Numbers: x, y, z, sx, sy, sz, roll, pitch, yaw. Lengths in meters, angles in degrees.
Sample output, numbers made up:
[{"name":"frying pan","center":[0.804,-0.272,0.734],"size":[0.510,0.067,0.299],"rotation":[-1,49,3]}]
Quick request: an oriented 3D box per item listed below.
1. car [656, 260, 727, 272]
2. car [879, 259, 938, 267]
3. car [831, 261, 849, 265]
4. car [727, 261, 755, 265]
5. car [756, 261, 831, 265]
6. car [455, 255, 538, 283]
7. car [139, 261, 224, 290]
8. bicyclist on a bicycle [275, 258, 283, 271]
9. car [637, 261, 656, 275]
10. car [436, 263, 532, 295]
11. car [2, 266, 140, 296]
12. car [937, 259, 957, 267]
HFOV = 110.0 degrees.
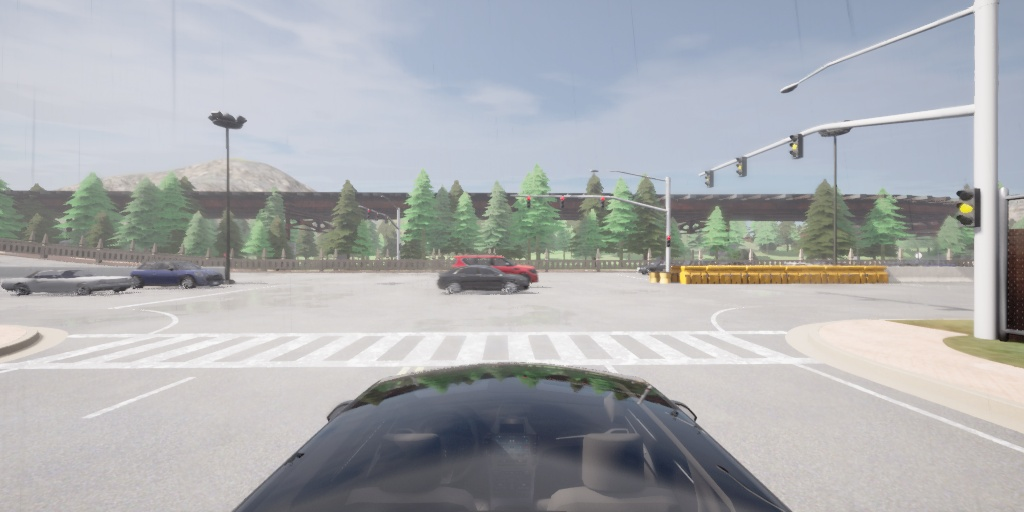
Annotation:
[{"name":"car","center":[15.184,1.102,30.445],"size":[4.553,1.767,2.097],"rotation":[0,0,-2]},{"name":"car","center":[33.219,1.255,31.001],"size":[4.892,1.490,1.837],"rotation":[0,0,-2]},{"name":"car","center":[30.016,1.241,34.404],"size":[4.902,1.511,2.128],"rotation":[0,0,-2]},{"name":"car","center":[20.519,1.255,34.112],"size":[4.892,1.490,1.837],"rotation":[0,0,-2]},{"name":"car","center":[24.013,1.276,30.701],"size":[4.674,1.442,1.812],"rotation":[0,0,-2]},{"name":"car","center":[-1.137,0.972,22.734],"size":[5.566,2.045,2.150],"rotation":[0,0,-2]},{"name":"car","center":[-20.590,1.097,22.131],"size":[4.553,1.767,2.097],"rotation":[0,0,-2]},{"name":"bicyclist on a bicycle","center":[-28.452,1.041,43.882],"size":[0.582,1.620,1.656],"rotation":[0,0,-2]},{"name":"car","center":[15.576,1.241,37.460],"size":[4.902,1.511,2.128],"rotation":[0,0,-2]},{"name":"car","center":[-1.559,1.255,19.219],"size":[4.892,1.490,1.837],"rotation":[0,0,-2]},{"name":"car","center":[-22.763,1.343,18.561],"size":[4.718,1.301,1.895],"rotation":[0,0,-2]},{"name":"car","center":[39.984,1.102,34.699],"size":[4.553,1.767,2.097],"rotation":[0,0,-2]}]
